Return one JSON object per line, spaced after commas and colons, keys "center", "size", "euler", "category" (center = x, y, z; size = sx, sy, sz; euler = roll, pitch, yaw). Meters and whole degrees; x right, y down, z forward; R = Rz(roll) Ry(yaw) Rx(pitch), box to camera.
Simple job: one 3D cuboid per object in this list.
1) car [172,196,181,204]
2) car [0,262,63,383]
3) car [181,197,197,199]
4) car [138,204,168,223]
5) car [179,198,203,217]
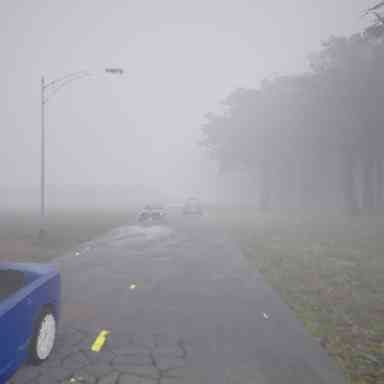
{"center": [-2.854, 1.603, 66.853], "size": [2.128, 1.511, 4.902], "euler": [0, 0, 0], "category": "car"}
{"center": [-2.851, 1.475, 2.952], "size": [1.882, 1.535, 5.008], "euler": [0, 0, 0], "category": "car"}
{"center": [0.033, 1.360, 42.664], "size": [2.097, 1.767, 4.553], "euler": [0, 0, 0], "category": "car"}
{"center": [-2.887, 1.587, 25.290], "size": [1.895, 1.301, 4.718], "euler": [0, 0, 0], "category": "car"}
{"center": [0.054, 1.554, 31.503], "size": [1.994, 1.385, 4.181], "euler": [0, 0, 0], "category": "car"}
